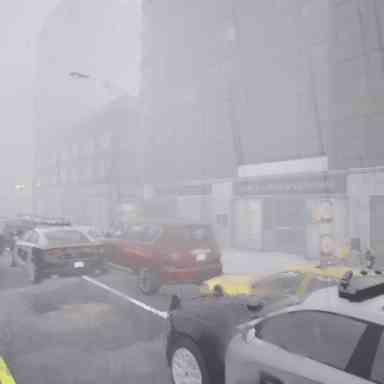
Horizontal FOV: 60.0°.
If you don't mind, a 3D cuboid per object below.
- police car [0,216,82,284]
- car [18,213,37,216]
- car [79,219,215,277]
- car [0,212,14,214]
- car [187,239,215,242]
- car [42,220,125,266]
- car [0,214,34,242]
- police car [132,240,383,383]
[{"bbox_3d":[-4.656,1.801,10.993,1.930,1.638,5.238,3,-3,-39],"label":"police car"},{"bbox_3d":[-8.177,2.056,18.521,1.967,1.590,4.097,3,-3,-39],"label":"car"},{"bbox_3d":[-1.272,1.708,9.904,2.192,1.841,5.009,3,-3,-39],"label":"car"},{"bbox_3d":[-11.628,2.168,22.832,1.967,1.590,4.097,3,-3,-39],"label":"car"},{"bbox_3d":[2.070,1.810,5.717,1.752,1.417,4.829,3,-3,-39],"label":"car"},{"bbox_3d":[-4.834,2.033,14.339,1.752,1.417,4.829,3,-3,-39],"label":"car"},{"bbox_3d":[-8.338,1.999,15.586,1.837,1.490,4.892,3,-3,-39],"label":"car"},{"bbox_3d":[1.592,1.599,3.188,1.930,1.638,5.238,3,-3,-39],"label":"police car"}]
